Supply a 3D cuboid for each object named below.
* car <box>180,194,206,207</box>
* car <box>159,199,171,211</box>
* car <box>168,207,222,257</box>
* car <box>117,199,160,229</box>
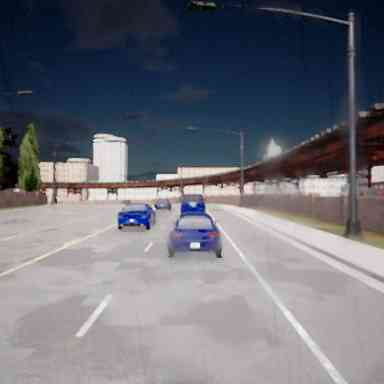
[{"bbox_3d":[0.098,1.188,30.330,2.150,2.045,5.566,0,0,0],"label":"car"},{"bbox_3d":[-3.594,1.520,40.860,1.994,1.385,4.181,0,0,-2],"label":"car"},{"bbox_3d":[0.099,1.511,12.760,1.812,1.442,4.674,0,0,0],"label":"car"},{"bbox_3d":[-3.401,1.454,21.218,1.882,1.535,5.008,0,0,0],"label":"car"}]
